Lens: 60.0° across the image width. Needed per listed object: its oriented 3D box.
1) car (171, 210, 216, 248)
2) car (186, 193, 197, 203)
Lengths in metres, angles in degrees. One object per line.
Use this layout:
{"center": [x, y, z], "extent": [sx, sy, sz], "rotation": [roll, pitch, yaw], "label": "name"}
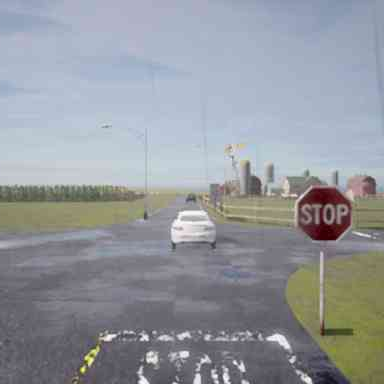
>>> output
{"center": [0.065, 1.547, 14.902], "extent": [1.812, 1.442, 4.674], "rotation": [0, 1, 0], "label": "car"}
{"center": [-0.164, 1.300, 71.807], "extent": [2.150, 2.045, 5.566], "rotation": [0, 0, 0], "label": "car"}
